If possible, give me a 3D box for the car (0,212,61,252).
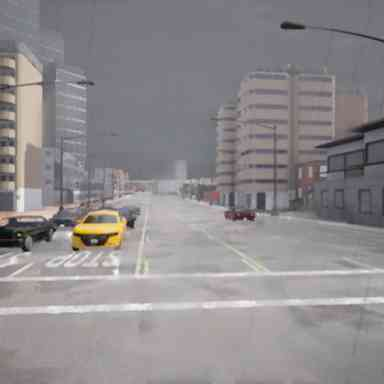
[{"bbox_3d":[-7.436,1.714,14.417,1.895,1.301,4.718,0,-1,-7],"label":"car"}]

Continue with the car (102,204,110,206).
[{"bbox_3d":[-9.925,2.128,33.929,1.994,1.385,4.181,0,-2,-7],"label":"car"}]

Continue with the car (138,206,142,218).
[{"bbox_3d":[-6.288,2.094,33.126,2.033,1.411,5.357,0,-2,-7],"label":"car"}]

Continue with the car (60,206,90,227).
[{"bbox_3d":[-8.657,1.852,23.990,2.033,1.411,5.357,0,-1,-7],"label":"car"}]

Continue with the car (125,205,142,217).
[{"bbox_3d":[-7.544,2.413,43.155,1.895,1.301,4.718,0,-1,-7],"label":"car"}]

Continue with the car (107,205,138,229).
[{"bbox_3d":[-5.114,1.870,23.819,1.994,1.385,4.181,0,-1,-8],"label":"car"}]

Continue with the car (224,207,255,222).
[{"bbox_3d":[4.412,2.117,31.555,1.895,1.301,4.718,0,-2,-7],"label":"car"}]

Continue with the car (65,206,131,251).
[{"bbox_3d":[-3.973,1.609,14.922,1.882,1.535,5.008,0,-1,-7],"label":"car"}]
